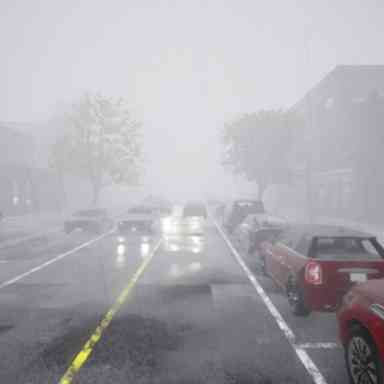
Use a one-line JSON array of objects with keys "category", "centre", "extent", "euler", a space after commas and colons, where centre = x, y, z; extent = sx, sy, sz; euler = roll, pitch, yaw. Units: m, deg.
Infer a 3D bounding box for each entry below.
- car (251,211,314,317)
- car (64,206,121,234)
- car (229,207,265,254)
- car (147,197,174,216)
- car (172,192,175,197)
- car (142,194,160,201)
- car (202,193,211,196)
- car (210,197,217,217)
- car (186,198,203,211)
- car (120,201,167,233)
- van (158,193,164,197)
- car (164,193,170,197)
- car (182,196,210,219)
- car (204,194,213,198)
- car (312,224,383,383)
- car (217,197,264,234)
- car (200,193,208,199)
[{"category": "car", "centre": [2.740, 1.416, 7.403], "extent": [1.967, 1.590, 4.097], "euler": [1, 0, 0]}, {"category": "car", "centre": [-5.565, 1.473, 18.537], "extent": [1.947, 1.339, 4.313], "euler": [1, 0, 0]}, {"category": "car", "centre": [2.777, 1.504, 12.948], "extent": [2.008, 1.369, 4.403], "euler": [1, 0, 0]}, {"category": "car", "centre": [-2.797, 1.461, 31.205], "extent": [1.895, 1.301, 4.718], "euler": [0, 0, 1]}, {"category": "car", "centre": [-5.216, 1.236, 68.423], "extent": [2.008, 1.369, 4.403], "euler": [1, 0, 0]}, {"category": "car", "centre": [-5.410, 1.337, 40.538], "extent": [1.752, 1.417, 4.829], "euler": [1, 0, 0]}, {"category": "car", "centre": [3.088, 1.283, 57.461], "extent": [1.752, 1.417, 4.829], "euler": [1, 0, 0]}, {"category": "car", "centre": [2.893, 1.448, 29.577], "extent": [1.947, 1.339, 4.313], "euler": [1, 0, 0]}, {"category": "car", "centre": [0.280, 1.433, 39.332], "extent": [1.895, 1.301, 4.718], "euler": [0, 0, 1]}, {"category": "car", "centre": [-2.879, 1.462, 19.217], "extent": [2.033, 1.411, 5.357], "euler": [0, 0, 0]}, {"category": "van", "centre": [-5.368, 1.128, 46.250], "extent": [1.690, 1.788, 3.998], "euler": [1, 0, 0]}, {"category": "car", "centre": [-5.292, 1.176, 57.337], "extent": [1.967, 1.590, 4.097], "euler": [1, 0, 0]}, {"category": "car", "centre": [0.234, 1.362, 27.448], "extent": [1.882, 1.535, 5.008], "euler": [0, 0, 1]}, {"category": "car", "centre": [3.009, 1.359, 46.204], "extent": [2.008, 1.369, 4.403], "euler": [1, 0, 0]}, {"category": "car", "centre": [2.703, 1.314, 1.860], "extent": [2.192, 1.841, 5.009], "euler": [1, 0, 0]}, {"category": "car", "centre": [2.819, 1.245, 18.490], "extent": [2.192, 1.841, 5.009], "euler": [1, 0, 0]}, {"category": "car", "centre": [3.321, 1.038, 90.548], "extent": [1.967, 1.590, 4.097], "euler": [1, 0, 0]}]
